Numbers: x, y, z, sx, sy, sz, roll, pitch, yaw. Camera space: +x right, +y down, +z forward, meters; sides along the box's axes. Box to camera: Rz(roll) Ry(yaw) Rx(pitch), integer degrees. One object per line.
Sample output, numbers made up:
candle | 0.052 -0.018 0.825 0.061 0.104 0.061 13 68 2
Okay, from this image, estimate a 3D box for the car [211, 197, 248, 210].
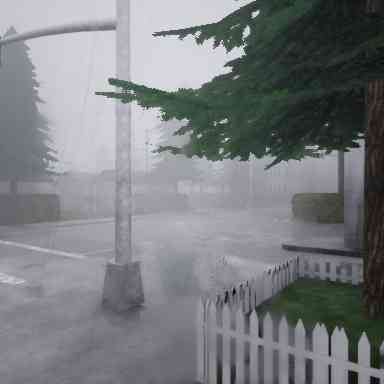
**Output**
car | 4.657 1.453 42.115 4.892 1.490 1.837 -3 -3 40
